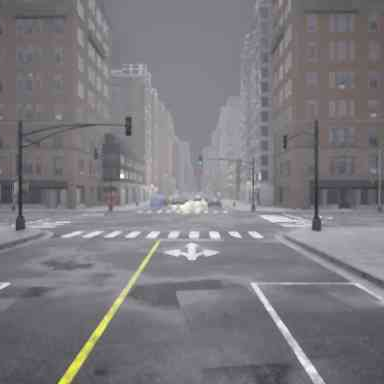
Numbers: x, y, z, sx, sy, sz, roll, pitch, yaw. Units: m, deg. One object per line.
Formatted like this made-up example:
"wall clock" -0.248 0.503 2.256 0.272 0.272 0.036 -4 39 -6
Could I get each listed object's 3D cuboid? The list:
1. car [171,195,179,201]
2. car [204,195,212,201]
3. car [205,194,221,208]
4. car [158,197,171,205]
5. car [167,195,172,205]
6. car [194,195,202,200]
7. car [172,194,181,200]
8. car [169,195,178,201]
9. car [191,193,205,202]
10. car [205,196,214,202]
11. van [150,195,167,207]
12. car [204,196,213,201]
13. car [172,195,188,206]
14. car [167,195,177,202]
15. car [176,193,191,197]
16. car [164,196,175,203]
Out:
"car" -4.364 1.584 88.103 1.752 1.417 4.829 0 0 1
"car" 4.163 1.603 88.104 1.887 1.381 4.507 0 0 1
"car" 3.328 1.459 49.437 1.967 1.590 4.097 0 0 1
"car" -4.958 1.596 60.661 1.947 1.339 4.313 0 0 1
"car" -5.077 1.340 55.139 2.192 1.841 5.009 0 0 1
"car" 1.455 1.459 86.251 1.994 1.385 4.181 0 0 1
"car" -4.242 1.380 93.795 2.192 1.841 5.009 0 0 1
"car" -4.480 1.493 82.750 1.967 1.590 4.097 0 0 1
"car" 1.231 1.564 75.835 2.128 1.511 4.902 0 0 1
"car" 3.924 1.613 77.056 1.947 1.339 4.313 0 0 1
"van" -5.197 1.360 49.617 1.690 1.788 3.998 0 0 1
"car" 4.044 1.619 82.580 1.947 1.339 4.313 0 0 1
"car" -2.260 1.589 55.855 1.994 1.385 4.181 0 0 2
"car" -4.599 1.487 77.228 1.967 1.590 4.097 0 0 1
"car" -1.866 1.396 71.372 2.097 1.767 4.553 0 0 1
"car" -4.719 1.592 71.706 2.008 1.369 4.403 0 0 1
